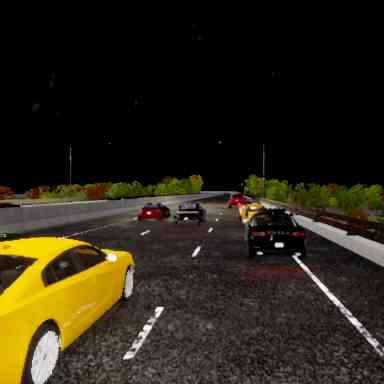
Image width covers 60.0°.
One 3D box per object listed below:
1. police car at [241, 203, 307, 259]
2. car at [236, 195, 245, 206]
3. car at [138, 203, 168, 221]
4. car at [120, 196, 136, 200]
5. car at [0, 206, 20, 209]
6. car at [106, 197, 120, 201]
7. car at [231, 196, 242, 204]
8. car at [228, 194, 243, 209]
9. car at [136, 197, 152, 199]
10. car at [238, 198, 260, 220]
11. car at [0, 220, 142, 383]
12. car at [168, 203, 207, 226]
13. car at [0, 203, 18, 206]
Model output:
[{"bbox_3d":[3.025,1.436,12.830,1.930,1.638,5.238,0,0,7],"label":"police car"},{"bbox_3d":[5.042,1.375,28.562,2.097,1.767,4.553,0,0,7],"label":"car"},{"bbox_3d":[-3.072,1.591,27.790,1.994,1.385,4.181,0,0,7],"label":"car"},{"bbox_3d":[-12.286,1.540,66.829,1.882,1.535,5.008,0,0,8],"label":"car"},{"bbox_3d":[-5.645,1.361,7.703,2.097,1.767,4.553,0,0,8],"label":"car"},{"bbox_3d":[-15.772,1.619,67.118,1.994,1.385,4.181,0,0,7],"label":"car"},{"bbox_3d":[8.546,1.541,64.127,2.128,1.511,4.902,0,0,7],"label":"car"},{"bbox_3d":[6.355,1.259,47.049,2.150,2.045,5.566,0,0,7],"label":"car"},{"bbox_3d":[-8.882,1.607,65.943,2.033,1.411,5.357,0,0,8],"label":"car"},{"bbox_3d":[4.307,1.474,22.828,1.801,1.575,5.366,0,0,7],"label":"car"},{"bbox_3d":[-2.420,1.484,5.358,1.882,1.535,5.008,0,0,7],"label":"car"},{"bbox_3d":[-0.054,1.513,23.801,2.128,1.511,4.902,0,0,7],"label":"car"},{"bbox_3d":[-14.258,1.555,24.682,1.812,1.442,4.674,0,0,7],"label":"car"}]
